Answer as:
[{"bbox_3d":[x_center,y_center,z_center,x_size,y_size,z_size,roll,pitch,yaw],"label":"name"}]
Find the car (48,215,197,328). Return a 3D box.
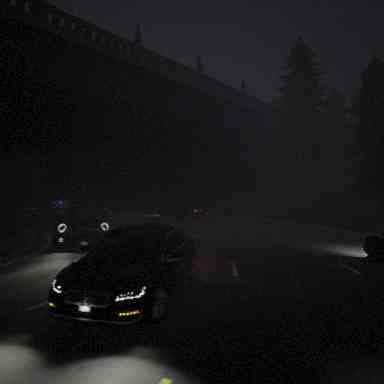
[{"bbox_3d":[-1.110,1.515,7.376,1.837,1.490,4.892,2,0,12],"label":"car"}]

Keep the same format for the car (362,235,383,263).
[{"bbox_3d":[6.685,1.634,9.227,2.033,1.411,5.357,1,0,6],"label":"car"}]

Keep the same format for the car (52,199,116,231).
[{"bbox_3d":[-4.791,1.350,14.556,2.097,1.767,4.553,0,0,-20],"label":"car"}]

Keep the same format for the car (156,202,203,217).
[{"bbox_3d":[-1.217,1.625,30.219,2.033,1.411,5.357,1,0,-37],"label":"car"}]

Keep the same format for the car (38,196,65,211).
[{"bbox_3d":[-17.267,1.317,41.226,4.553,1.767,2.097,0,0,41],"label":"car"}]

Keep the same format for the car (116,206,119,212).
[{"bbox_3d":[-9.533,1.616,34.244,4.718,1.301,1.895,0,0,45],"label":"car"}]
